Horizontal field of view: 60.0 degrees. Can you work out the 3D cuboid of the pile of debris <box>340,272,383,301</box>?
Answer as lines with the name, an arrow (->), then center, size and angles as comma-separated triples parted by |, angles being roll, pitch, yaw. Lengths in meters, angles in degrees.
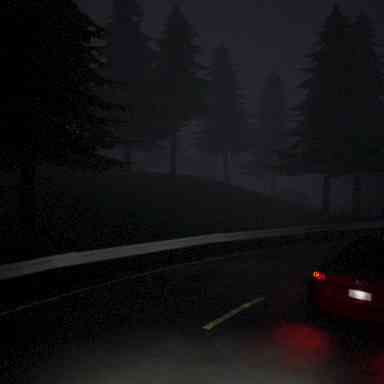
pile of debris -> 4.580, 2.185, 7.627 | 1.860, 0.140, 1.500 | 0, 0, -39

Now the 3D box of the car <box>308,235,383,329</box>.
car -> 4.008, 1.568, 6.621 | 1.994, 1.385, 4.181 | 1, 1, 44
